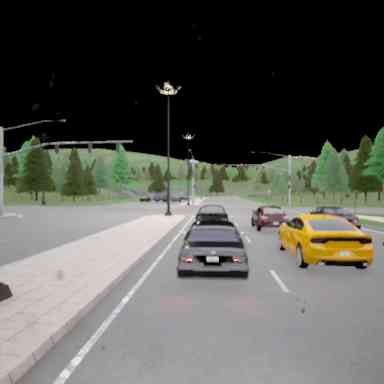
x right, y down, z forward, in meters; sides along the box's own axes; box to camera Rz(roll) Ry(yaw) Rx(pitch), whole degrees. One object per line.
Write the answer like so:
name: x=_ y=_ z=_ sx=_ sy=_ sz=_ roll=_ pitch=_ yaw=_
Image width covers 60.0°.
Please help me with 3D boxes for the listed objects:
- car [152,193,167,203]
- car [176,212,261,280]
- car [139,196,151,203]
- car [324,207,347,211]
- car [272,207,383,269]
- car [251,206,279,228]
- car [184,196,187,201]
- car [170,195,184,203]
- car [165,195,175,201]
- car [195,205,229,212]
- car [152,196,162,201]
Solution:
car: x=-6.980 y=1.347 z=74.218 sx=2.150 sy=2.045 sz=5.566 roll=0 pitch=0 yaw=4
car: x=0.626 y=1.564 z=9.996 sx=2.033 sy=1.411 sz=5.357 roll=0 pitch=0 yaw=4
car: x=-10.472 y=1.600 z=74.452 sx=1.882 sy=1.535 sz=5.008 roll=0 pitch=0 yaw=4
car: x=8.229 y=1.583 z=20.021 sx=2.033 sy=1.411 sz=5.357 roll=0 pitch=0 yaw=4
car: x=4.218 y=1.497 z=11.274 sx=1.882 sy=1.535 sz=5.008 roll=0 pitch=0 yaw=4
car: x=4.753 y=1.561 z=20.483 sx=1.812 sy=1.442 sz=4.674 roll=0 pitch=0 yaw=4
car: x=-2.515 y=1.744 z=89.631 sx=1.895 sy=1.301 sz=4.718 roll=0 pitch=0 yaw=4
car: x=-3.523 y=1.674 z=73.413 sx=1.994 sy=1.385 sz=4.181 roll=0 pitch=0 yaw=4
car: x=-5.984 y=1.674 z=90.235 sx=2.128 sy=1.511 sz=4.902 roll=0 pitch=0 yaw=4
car: x=1.206 y=1.511 z=19.957 sx=1.882 sy=1.535 sz=5.008 roll=0 pitch=0 yaw=4
car: x=-9.475 y=1.701 z=90.491 sx=1.994 sy=1.385 sz=4.181 roll=0 pitch=0 yaw=4
